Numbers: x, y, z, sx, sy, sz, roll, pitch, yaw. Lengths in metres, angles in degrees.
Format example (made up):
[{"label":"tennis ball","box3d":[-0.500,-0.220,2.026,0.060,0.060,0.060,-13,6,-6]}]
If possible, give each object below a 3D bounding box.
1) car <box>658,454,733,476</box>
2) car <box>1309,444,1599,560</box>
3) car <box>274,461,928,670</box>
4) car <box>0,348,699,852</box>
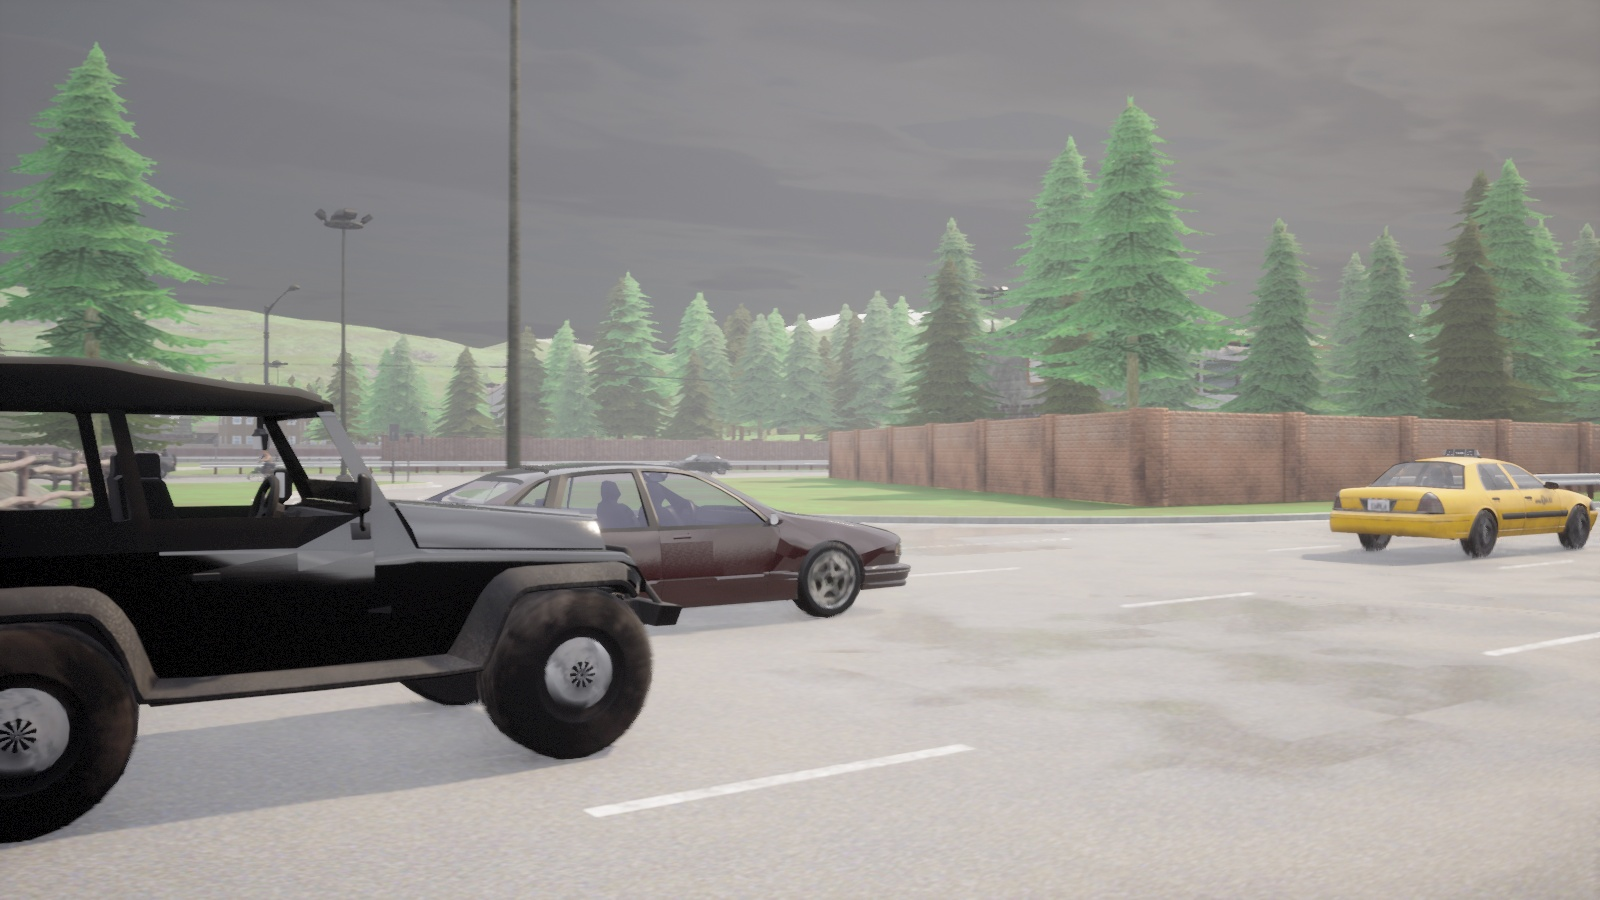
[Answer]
[{"label":"car","box3d":[-6.941,0.991,83.764,4.674,1.442,1.812,0,0,-35]},{"label":"car","box3d":[10.219,0.709,19.301,5.366,1.575,1.801,0,0,-35]},{"label":"car","box3d":[-1.576,0.823,11.090,5.357,1.411,2.033,0,0,-35]},{"label":"car","box3d":[-2.647,0.561,6.082,3.866,1.878,1.905,0,0,-35]}]
